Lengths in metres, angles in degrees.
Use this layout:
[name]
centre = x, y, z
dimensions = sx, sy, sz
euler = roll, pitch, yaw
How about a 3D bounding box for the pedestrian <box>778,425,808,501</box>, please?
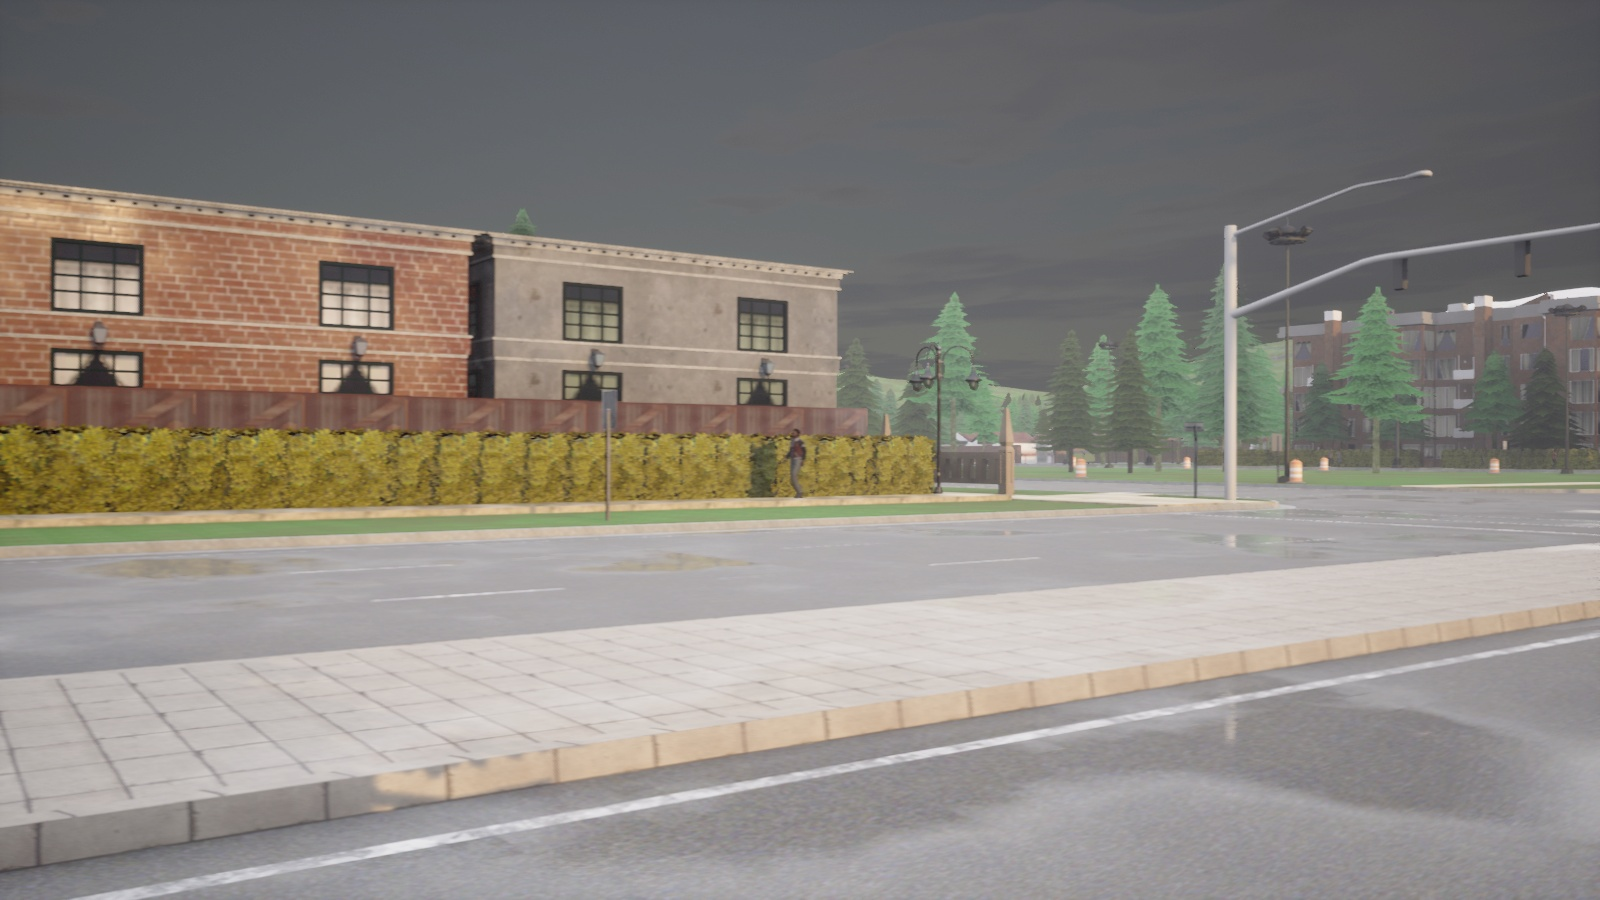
[pedestrian]
centre = -0.174, 0.333, 32.583
dimensions = 0.666, 1.930, 0.402
euler = 0, 0, -35
